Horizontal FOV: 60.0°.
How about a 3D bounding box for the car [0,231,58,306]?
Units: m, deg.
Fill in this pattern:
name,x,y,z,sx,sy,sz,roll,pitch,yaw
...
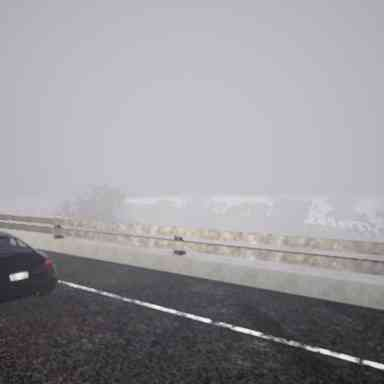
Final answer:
name,x,y,z,sx,sy,sz,roll,pitch,yaw
car,-4.936,1.593,7.556,4.181,1.385,1.994,0,0,36
